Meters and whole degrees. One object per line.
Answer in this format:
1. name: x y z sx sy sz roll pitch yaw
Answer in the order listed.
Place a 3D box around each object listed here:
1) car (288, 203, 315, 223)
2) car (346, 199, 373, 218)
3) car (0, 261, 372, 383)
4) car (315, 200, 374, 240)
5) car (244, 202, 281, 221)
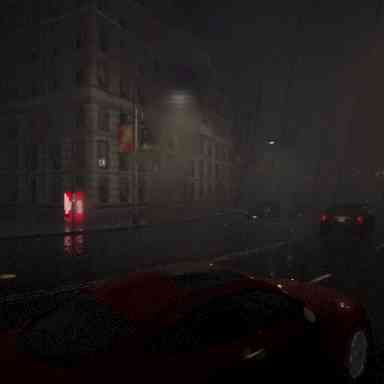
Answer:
1. car: 8.697 1.551 25.434 1.994 1.385 4.181 0 0 29
2. car: 15.571 1.479 30.867 2.128 1.511 4.902 0 0 28
3. car: 0.175 1.523 3.602 4.674 1.442 1.812 0 0 -39
4. car: 8.204 1.343 17.437 2.097 1.767 4.553 0 0 33
5. car: 6.080 1.530 27.900 2.033 1.411 5.357 0 0 28
